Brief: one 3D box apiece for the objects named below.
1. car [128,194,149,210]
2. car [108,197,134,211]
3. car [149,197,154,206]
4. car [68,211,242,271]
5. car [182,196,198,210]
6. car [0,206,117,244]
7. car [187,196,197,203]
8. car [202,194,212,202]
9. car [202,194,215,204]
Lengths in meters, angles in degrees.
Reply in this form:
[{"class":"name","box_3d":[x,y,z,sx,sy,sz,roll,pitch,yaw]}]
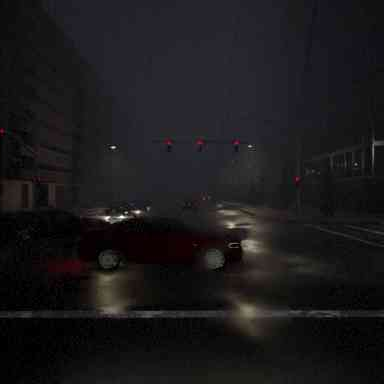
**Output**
[{"class":"car","box_3d":[-7.480,1.221,44.042,2.150,2.045,5.566,0,0,1]},{"class":"car","box_3d":[-7.488,1.526,34.132,1.812,1.442,4.674,0,0,0]},{"class":"car","box_3d":[-7.375,1.547,54.506,2.033,1.411,5.357,0,0,1]},{"class":"car","box_3d":[-0.964,1.502,10.409,5.008,1.535,1.882,0,0,0]},{"class":"car","box_3d":[-0.278,1.547,42.031,2.033,1.411,5.357,0,0,1]},{"class":"car","box_3d":[-6.675,1.575,15.977,5.357,1.411,2.033,0,0,-29]},{"class":"car","box_3d":[-0.044,1.564,68.162,1.994,1.385,4.181,0,0,1]},{"class":"car","box_3d":[3.418,1.355,74.492,2.097,1.767,4.553,0,0,1]},{"class":"car","box_3d":[3.419,1.491,64.627,2.128,1.511,4.902,0,0,1]}]
